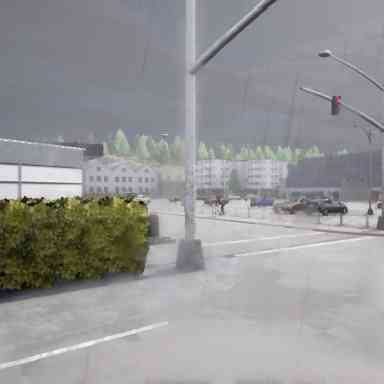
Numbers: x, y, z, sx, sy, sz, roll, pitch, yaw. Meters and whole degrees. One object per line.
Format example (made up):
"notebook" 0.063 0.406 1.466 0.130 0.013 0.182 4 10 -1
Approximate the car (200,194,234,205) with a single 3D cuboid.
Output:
"car" 4.091 1.298 54.791 4.514 1.523 2.007 0 0 -35

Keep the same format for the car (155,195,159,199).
"car" -11.356 1.286 90.748 5.008 1.535 1.882 0 0 -35

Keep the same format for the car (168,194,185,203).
"car" -2.453 1.097 65.414 4.605 1.855 1.932 0 0 -35

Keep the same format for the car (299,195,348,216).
"car" 12.095 1.340 29.923 4.514 1.523 2.007 0 0 -35

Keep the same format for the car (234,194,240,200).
"car" 9.663 1.232 77.864 3.806 1.475 1.970 0 0 -35

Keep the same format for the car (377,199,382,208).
"car" 25.650 1.384 43.025 3.806 1.475 1.970 0 0 -35

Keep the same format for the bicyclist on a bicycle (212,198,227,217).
"bicyclist on a bicycle" 2.337 1.301 27.998 1.656 1.620 0.582 0 0 -35

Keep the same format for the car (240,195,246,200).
"car" 13.600 1.154 72.786 5.027 1.636 2.152 0 0 -35

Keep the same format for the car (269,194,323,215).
"car" 10.258 1.330 32.465 5.027 1.636 2.152 0 0 -35

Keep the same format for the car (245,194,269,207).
"car" 9.773 1.320 46.571 3.633 1.501 1.845 0 0 -35

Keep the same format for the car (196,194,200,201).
"car" 1.786 1.298 76.835 4.514 1.523 2.007 0 0 -35

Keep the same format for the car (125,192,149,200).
"car" -14.057 1.034 84.615 5.566 2.045 2.150 0 0 -35

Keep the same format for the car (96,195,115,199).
"car" -11.427 1.505 41.311 1.837 1.490 4.892 0 0 -35

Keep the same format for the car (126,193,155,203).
"car" -9.386 1.361 60.531 3.806 1.475 1.970 0 0 -35

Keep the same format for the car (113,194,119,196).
"car" -19.772 1.334 84.911 4.902 1.511 2.128 0 0 -35
